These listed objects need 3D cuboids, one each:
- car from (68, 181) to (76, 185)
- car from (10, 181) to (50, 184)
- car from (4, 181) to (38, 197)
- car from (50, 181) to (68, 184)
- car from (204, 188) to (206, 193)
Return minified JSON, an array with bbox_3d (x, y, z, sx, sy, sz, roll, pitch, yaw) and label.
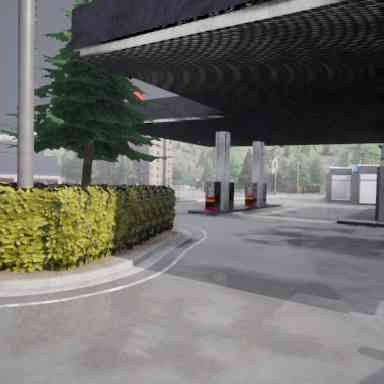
[{"bbox_3d":[-25.511,-1.285,68.052,4.605,1.855,1.932,2,2,35],"label":"car"},{"bbox_3d":[-17.272,-0.180,35.202,3.866,1.878,1.905,2,2,35],"label":"car"},{"bbox_3d":[-21.811,-0.467,42.415,4.605,1.855,1.932,2,2,35],"label":"car"},{"bbox_3d":[-26.846,-1.259,65.438,3.866,1.878,1.905,2,2,35],"label":"car"},{"bbox_3d":[4.817,-0.318,65.614,5.027,1.636,2.152,2,2,35],"label":"car"}]
